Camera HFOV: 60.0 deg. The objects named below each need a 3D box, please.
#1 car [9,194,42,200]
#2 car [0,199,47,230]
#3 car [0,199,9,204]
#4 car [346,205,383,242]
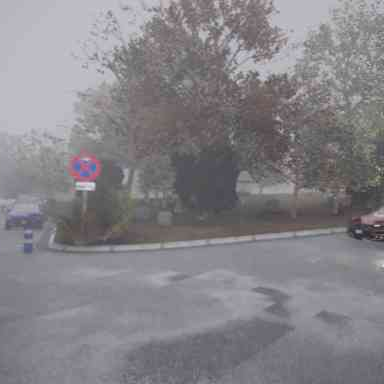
[{"bbox_3d":[-12.763,1.210,26.120,2.435,2.045,5.566,1,-1,-29],"label":"car"},{"bbox_3d":[-10.240,1.430,20.681,2.097,1.535,5.008,1,-1,-23],"label":"car"},{"bbox_3d":[-19.141,1.518,35.606,2.231,1.521,4.892,1,0,-40],"label":"car"},{"bbox_3d":[8.326,1.063,12.884,5.008,1.535,1.882,-2,2,-21],"label":"car"}]
